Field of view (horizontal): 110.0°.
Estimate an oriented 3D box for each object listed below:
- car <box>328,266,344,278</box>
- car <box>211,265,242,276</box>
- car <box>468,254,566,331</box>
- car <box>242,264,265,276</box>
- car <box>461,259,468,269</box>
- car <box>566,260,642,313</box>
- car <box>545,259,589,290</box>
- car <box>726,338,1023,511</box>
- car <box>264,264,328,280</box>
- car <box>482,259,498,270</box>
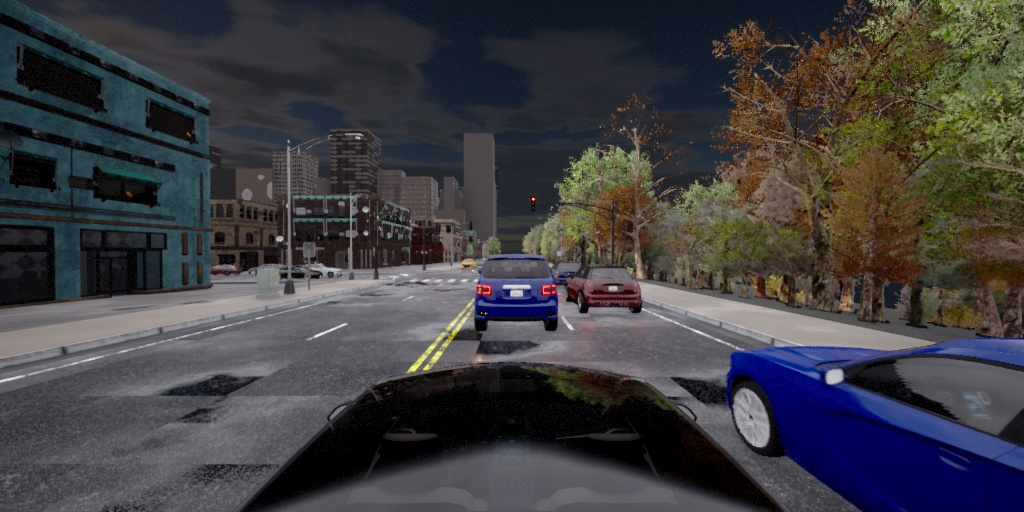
[{"bbox_3d":[-19.331,1.484,35.954,4.674,1.442,1.812,0,1,-1],"label":"car"},{"bbox_3d":[-33.774,1.646,41.777,4.207,1.307,1.802,0,0,0],"label":"car"},{"bbox_3d":[0.107,0.969,11.066,2.150,2.045,5.566,0,0,0],"label":"car"},{"bbox_3d":[-28.239,1.552,41.764,4.403,1.370,2.007,0,0,0],"label":"car"},{"bbox_3d":[-6.532,1.209,54.275,1.882,1.535,5.008,0,0,0],"label":"car"},{"bbox_3d":[3.362,1.098,14.029,2.097,1.767,4.553,0,0,0],"label":"car"},{"bbox_3d":[3.373,1.096,22.867,2.097,1.767,4.553,0,0,0],"label":"car"},{"bbox_3d":[3.346,1.227,2.036,1.882,1.535,5.008,0,0,0],"label":"car"},{"bbox_3d":[-19.915,1.558,33.243,4.313,1.339,1.948,0,0,0],"label":"car"},{"bbox_3d":[-3.272,1.221,54.543,2.128,1.511,4.902,0,0,1],"label":"car"}]
